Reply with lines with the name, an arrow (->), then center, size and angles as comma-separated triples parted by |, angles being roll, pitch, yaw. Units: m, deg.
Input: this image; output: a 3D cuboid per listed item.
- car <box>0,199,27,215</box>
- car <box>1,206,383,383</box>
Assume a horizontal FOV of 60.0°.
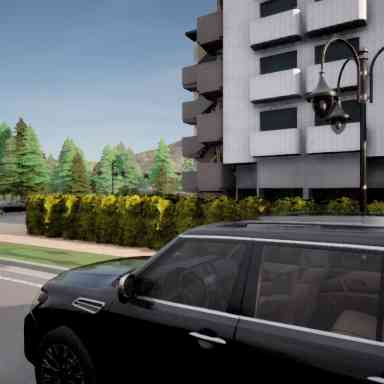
car -> -18.133, 1.491, 33.490 | 2.128, 1.511, 4.902 | 0, 0, 33
car -> 0.773, 1.221, 3.121 | 5.566, 2.045, 2.150 | 0, 0, 34
